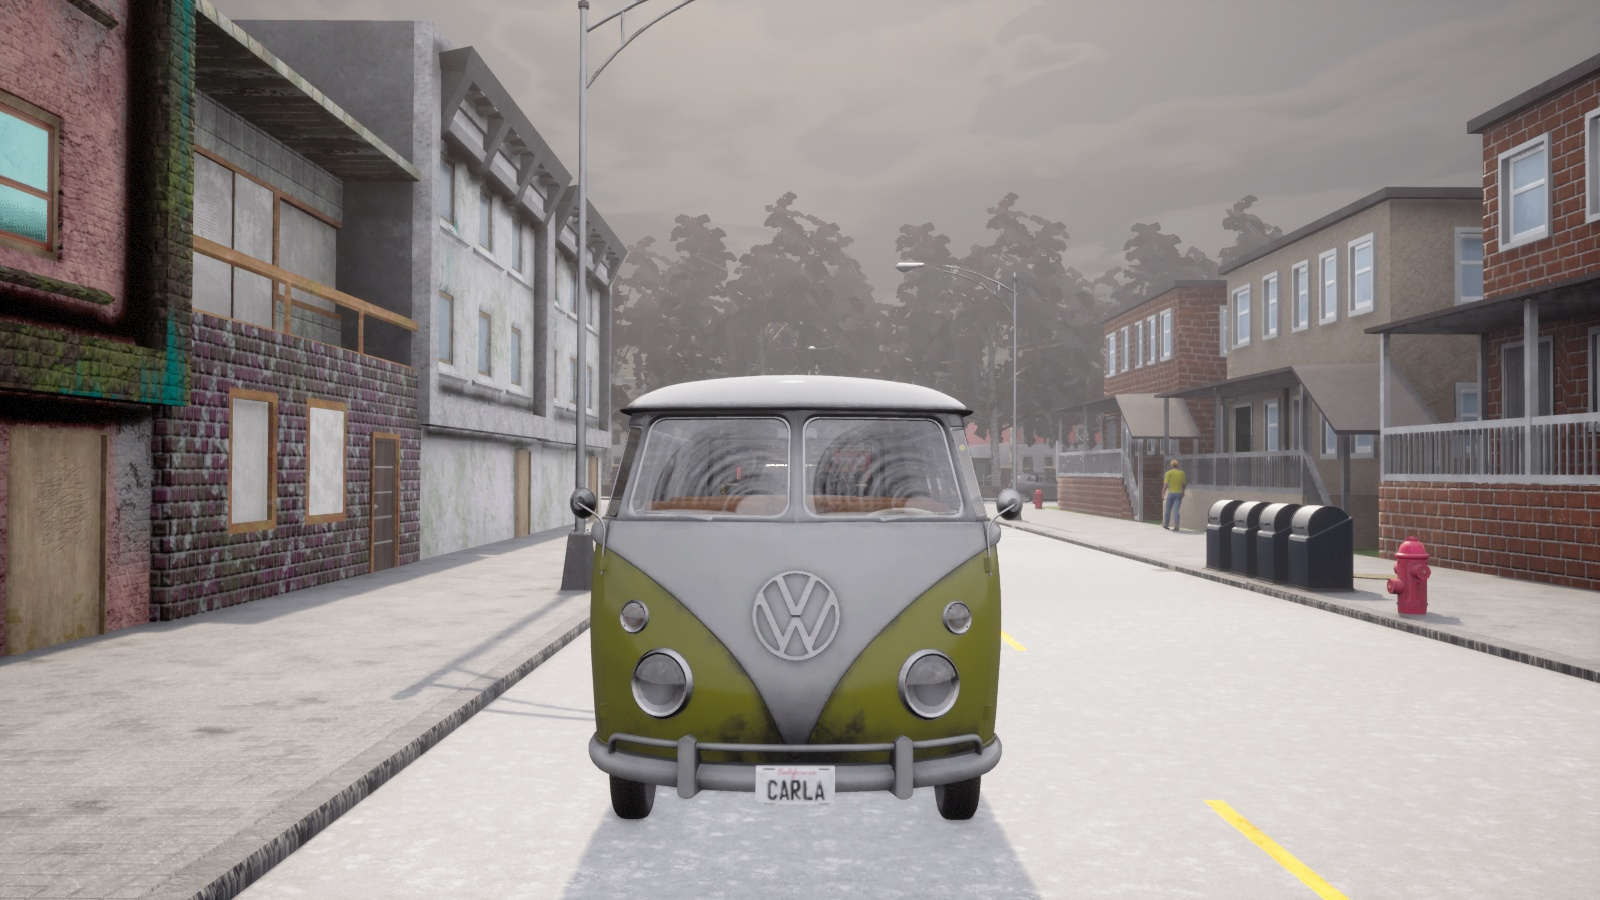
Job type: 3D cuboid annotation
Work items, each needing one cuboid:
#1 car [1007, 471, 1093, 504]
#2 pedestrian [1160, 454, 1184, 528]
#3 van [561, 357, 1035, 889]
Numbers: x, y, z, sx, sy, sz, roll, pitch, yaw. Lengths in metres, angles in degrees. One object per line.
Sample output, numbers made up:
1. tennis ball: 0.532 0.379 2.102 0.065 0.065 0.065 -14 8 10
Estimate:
1. car: 11.901 1.785 59.934 3.633 1.501 1.845 0 -1 -4
2. pedestrian: 9.305 1.014 31.436 0.354 1.836 0.706 0 -1 -1
3. van: -0.016 0.684 6.936 1.775 1.987 4.442 0 -1 0
